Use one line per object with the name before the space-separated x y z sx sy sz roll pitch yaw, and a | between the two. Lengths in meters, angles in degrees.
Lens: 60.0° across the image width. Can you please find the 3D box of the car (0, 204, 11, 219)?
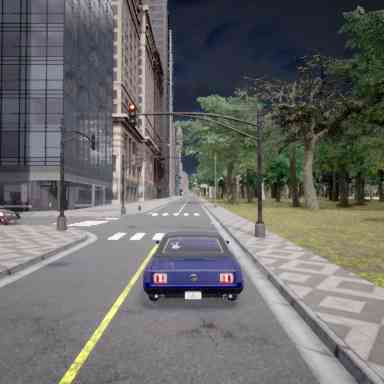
car | -18.967 1.725 29.837 4.313 1.339 1.947 0 -1 0

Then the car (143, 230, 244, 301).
car | 0.014 1.607 8.311 1.895 1.301 4.718 0 0 0

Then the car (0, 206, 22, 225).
car | -13.514 1.371 21.319 4.097 1.590 1.967 0 -2 -1
